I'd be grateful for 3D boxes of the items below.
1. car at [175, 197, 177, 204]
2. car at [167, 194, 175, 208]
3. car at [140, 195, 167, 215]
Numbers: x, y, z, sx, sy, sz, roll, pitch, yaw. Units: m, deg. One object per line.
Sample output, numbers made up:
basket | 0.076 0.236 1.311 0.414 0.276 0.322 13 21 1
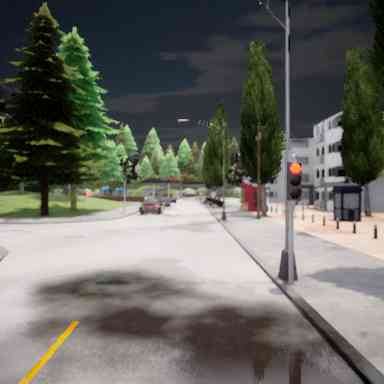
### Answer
car | -4.048 1.693 68.232 1.895 1.301 4.718 0 0 0
car | -4.130 1.542 49.942 2.128 1.511 4.902 0 0 0
car | -4.134 1.388 34.614 2.097 1.767 4.553 0 0 0
